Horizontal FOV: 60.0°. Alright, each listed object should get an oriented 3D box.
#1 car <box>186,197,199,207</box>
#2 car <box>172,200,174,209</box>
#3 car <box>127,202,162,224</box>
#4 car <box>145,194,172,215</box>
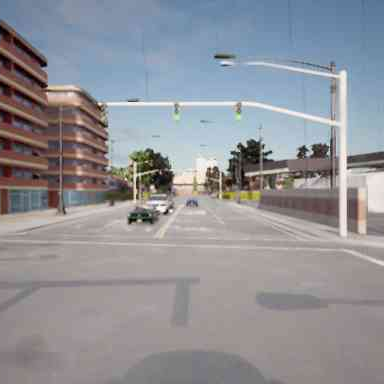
[{"bbox_3d":[0.013,1.583,52.492,1.812,1.442,4.674,0,0,0],"label":"car"},{"bbox_3d":[-3.544,1.414,45.116,2.097,1.767,4.553,0,0,0],"label":"car"},{"bbox_3d":[-3.593,1.651,24.961,1.895,1.301,4.718,0,0,0],"label":"car"},{"bbox_3d":[-3.585,1.277,34.985,2.150,2.045,5.566,0,0,0],"label":"car"}]
